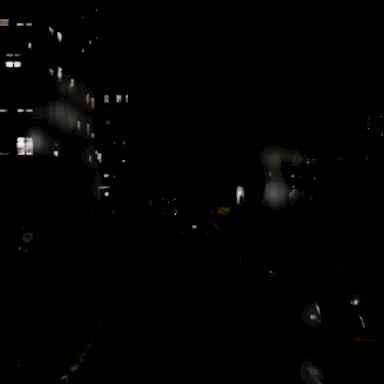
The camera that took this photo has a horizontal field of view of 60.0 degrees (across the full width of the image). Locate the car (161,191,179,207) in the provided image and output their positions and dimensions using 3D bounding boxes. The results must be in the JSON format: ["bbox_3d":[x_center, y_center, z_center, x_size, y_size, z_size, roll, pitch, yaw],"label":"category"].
[{"bbox_3d":[-2.978,0.928,45.641,2.150,2.045,5.566,0,0,0],"label":"car"}]

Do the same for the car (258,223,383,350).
[{"bbox_3d":[2.694,1.524,6.177,1.947,1.339,4.313,0,0,0],"label":"car"}]

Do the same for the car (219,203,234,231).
[{"bbox_3d":[2.700,1.454,17.254,1.947,1.339,4.313,0,0,0],"label":"car"}]

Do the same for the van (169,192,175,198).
[{"bbox_3d":[-5.640,0.802,94.459,1.690,1.788,3.998,0,0,0],"label":"van"}]

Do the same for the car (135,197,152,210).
[{"bbox_3d":[-5.670,1.275,39.248,1.752,1.417,4.829,0,0,0],"label":"car"}]

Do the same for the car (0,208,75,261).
[{"bbox_3d":[-5.684,1.363,11.719,1.967,1.590,4.097,0,0,0],"label":"car"}]

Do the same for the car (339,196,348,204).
[{"bbox_3d":[26.180,1.329,53.890,4.507,1.381,1.887,0,0,0],"label":"car"}]

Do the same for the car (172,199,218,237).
[{"bbox_3d":[0.110,1.366,17.259,1.882,1.535,5.008,0,1,0],"label":"car"}]

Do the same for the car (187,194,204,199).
[{"bbox_3d":[0.120,1.258,34.466,1.882,1.535,5.008,0,0,0],"label":"car"}]

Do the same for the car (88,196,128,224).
[{"bbox_3d":[-5.678,1.293,22.798,1.967,1.590,4.097,0,0,0],"label":"car"}]

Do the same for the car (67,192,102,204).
[{"bbox_3d":[-17.244,0.922,53.655,5.009,1.841,2.192,0,0,0],"label":"car"}]

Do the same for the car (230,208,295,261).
[{"bbox_3d":[2.697,1.474,11.715,2.008,1.369,4.403,0,0,0],"label":"car"}]

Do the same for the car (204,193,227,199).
[{"bbox_3d":[2.709,1.099,33.871,2.192,1.841,5.009,0,0,0],"label":"car"}]

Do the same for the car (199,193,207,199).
[{"bbox_3d":[2.735,0.953,83.060,1.967,1.590,4.097,0,0,0],"label":"car"}]

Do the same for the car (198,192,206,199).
[{"bbox_3d":[2.738,0.927,88.756,1.967,1.590,4.097,0,0,0],"label":"car"}]

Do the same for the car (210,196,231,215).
[{"bbox_3d":[2.706,1.343,28.503,1.752,1.417,4.829,0,0,0],"label":"car"}]
